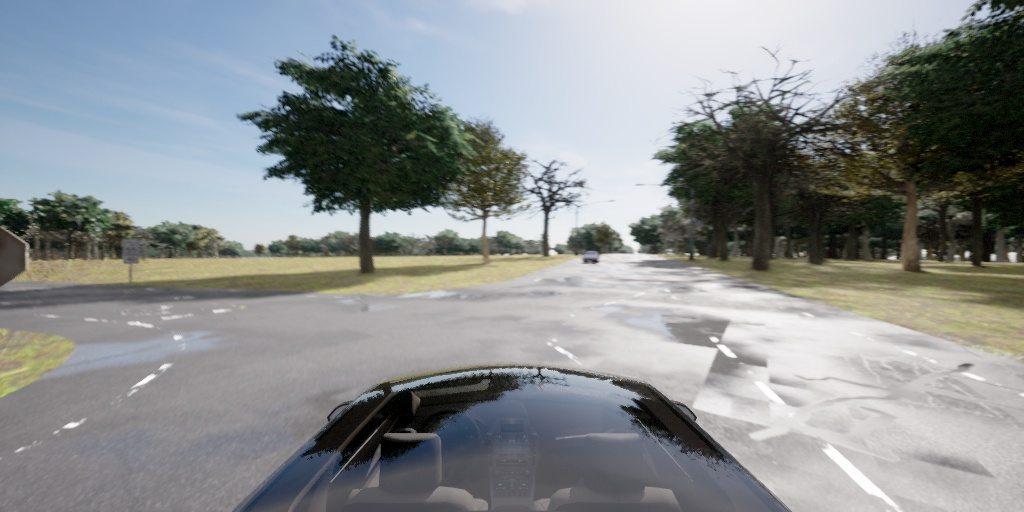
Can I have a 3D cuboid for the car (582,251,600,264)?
[{"bbox_3d":[9.255,0.132,41.739,2.033,1.411,5.357,0,2,17],"label":"car"}]
